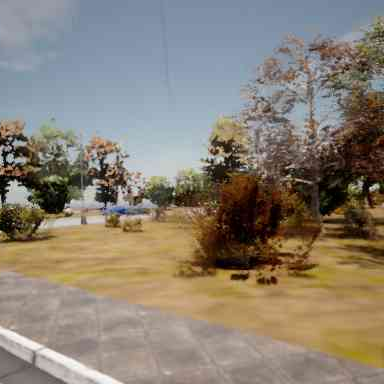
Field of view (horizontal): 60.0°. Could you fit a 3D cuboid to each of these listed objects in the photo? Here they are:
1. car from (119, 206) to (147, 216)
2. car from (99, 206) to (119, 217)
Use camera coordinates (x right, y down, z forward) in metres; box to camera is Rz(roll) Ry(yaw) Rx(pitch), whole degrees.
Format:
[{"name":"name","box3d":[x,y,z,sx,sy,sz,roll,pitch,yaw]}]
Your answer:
[{"name":"car","box3d":[-8.010,2.734,48.354,1.994,1.385,4.181,-4,-2,32]},{"name":"car","box3d":[-11.522,2.824,49.350,1.882,1.535,5.008,-4,-2,32]}]
